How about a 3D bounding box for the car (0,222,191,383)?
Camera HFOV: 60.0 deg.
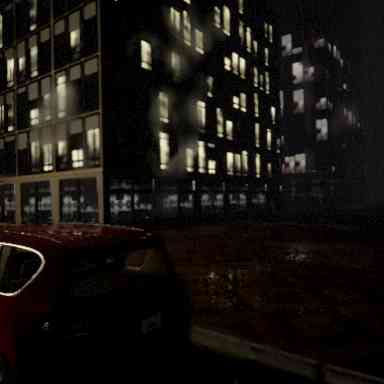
[{"bbox_3d":[-2.328,1.350,4.555,5.009,1.841,2.192,-1,-1,35],"label":"car"}]
